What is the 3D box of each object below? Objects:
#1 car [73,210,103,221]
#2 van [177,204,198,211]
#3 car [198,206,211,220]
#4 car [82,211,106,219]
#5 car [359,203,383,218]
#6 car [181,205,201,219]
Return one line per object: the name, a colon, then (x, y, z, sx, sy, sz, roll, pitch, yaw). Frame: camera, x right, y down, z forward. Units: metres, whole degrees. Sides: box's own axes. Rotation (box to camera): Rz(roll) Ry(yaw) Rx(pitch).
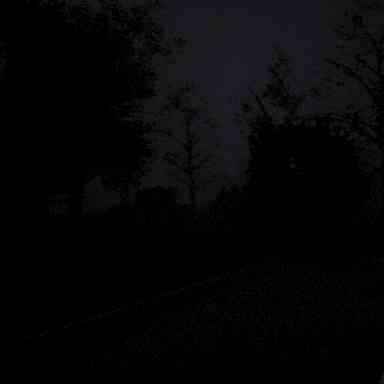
car: (-18.250, 4.162, 58.646, 2.185, 1.767, 4.553, -5, -4, 42)
van: (-0.342, 2.617, 42.791, 1.878, 1.987, 4.442, -4, -3, 42)
car: (3.522, 2.575, 38.922, 1.946, 1.575, 5.366, -3, -3, 42)
car: (-15.856, 4.119, 56.561, 2.002, 1.452, 4.674, -5, -4, 42)
car: (21.727, 2.048, 39.341, 2.185, 1.767, 4.553, -3, -2, 42)
car: (1.543, 2.699, 40.696, 1.946, 1.575, 5.366, -4, -3, 42)
